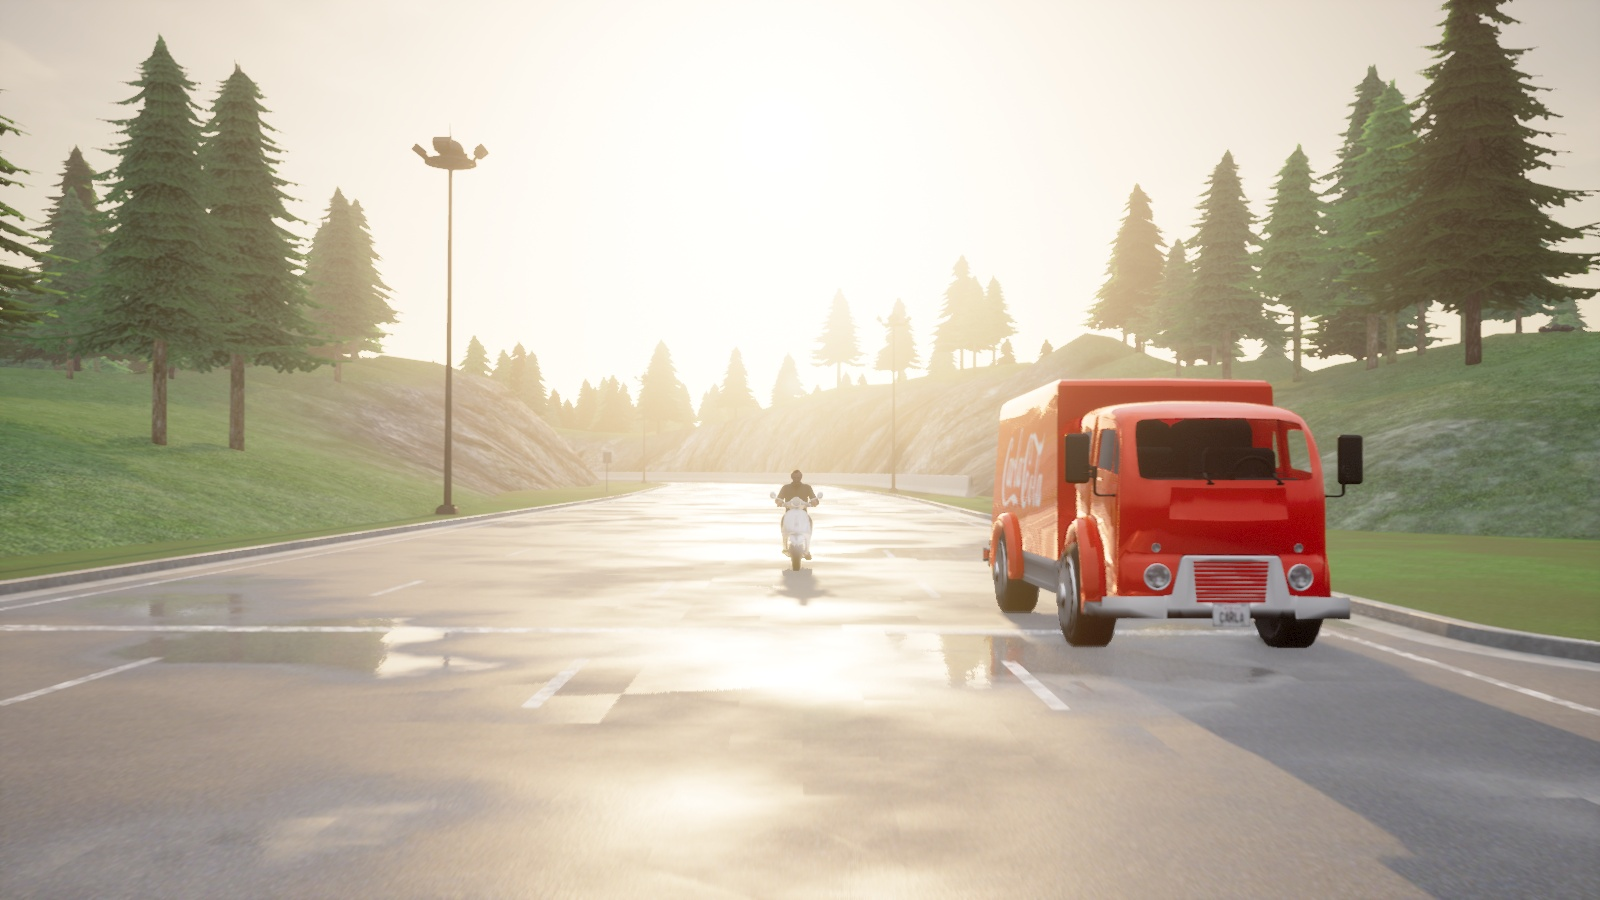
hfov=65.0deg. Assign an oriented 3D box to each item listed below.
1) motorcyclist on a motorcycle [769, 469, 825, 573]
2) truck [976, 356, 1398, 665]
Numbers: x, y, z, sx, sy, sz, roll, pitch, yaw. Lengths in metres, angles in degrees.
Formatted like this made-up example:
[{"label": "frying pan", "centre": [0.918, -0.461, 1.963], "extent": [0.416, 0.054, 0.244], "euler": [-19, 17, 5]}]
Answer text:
[{"label": "motorcyclist on a motorcycle", "centre": [-0.049, 1.106, 20.181], "extent": [0.866, 1.590, 1.817], "euler": [0, -1, 0]}, {"label": "truck", "centre": [3.468, 0.528, 12.679], "extent": [2.627, 2.467, 5.204], "euler": [0, -1, 0]}]
